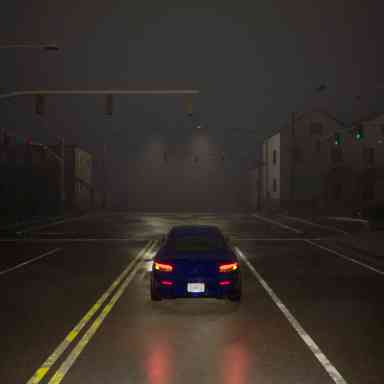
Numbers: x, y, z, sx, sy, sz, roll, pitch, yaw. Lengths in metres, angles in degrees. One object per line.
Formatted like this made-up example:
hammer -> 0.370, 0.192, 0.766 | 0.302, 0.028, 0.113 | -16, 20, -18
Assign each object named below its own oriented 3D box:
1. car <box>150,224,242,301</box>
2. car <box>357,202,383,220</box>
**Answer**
car -> 0.089, 1.526, 8.184 | 1.812, 1.442, 4.674 | 0, 0, 0
car -> 16.378, 1.526, 27.930 | 4.674, 1.442, 1.812 | 0, 0, -1
